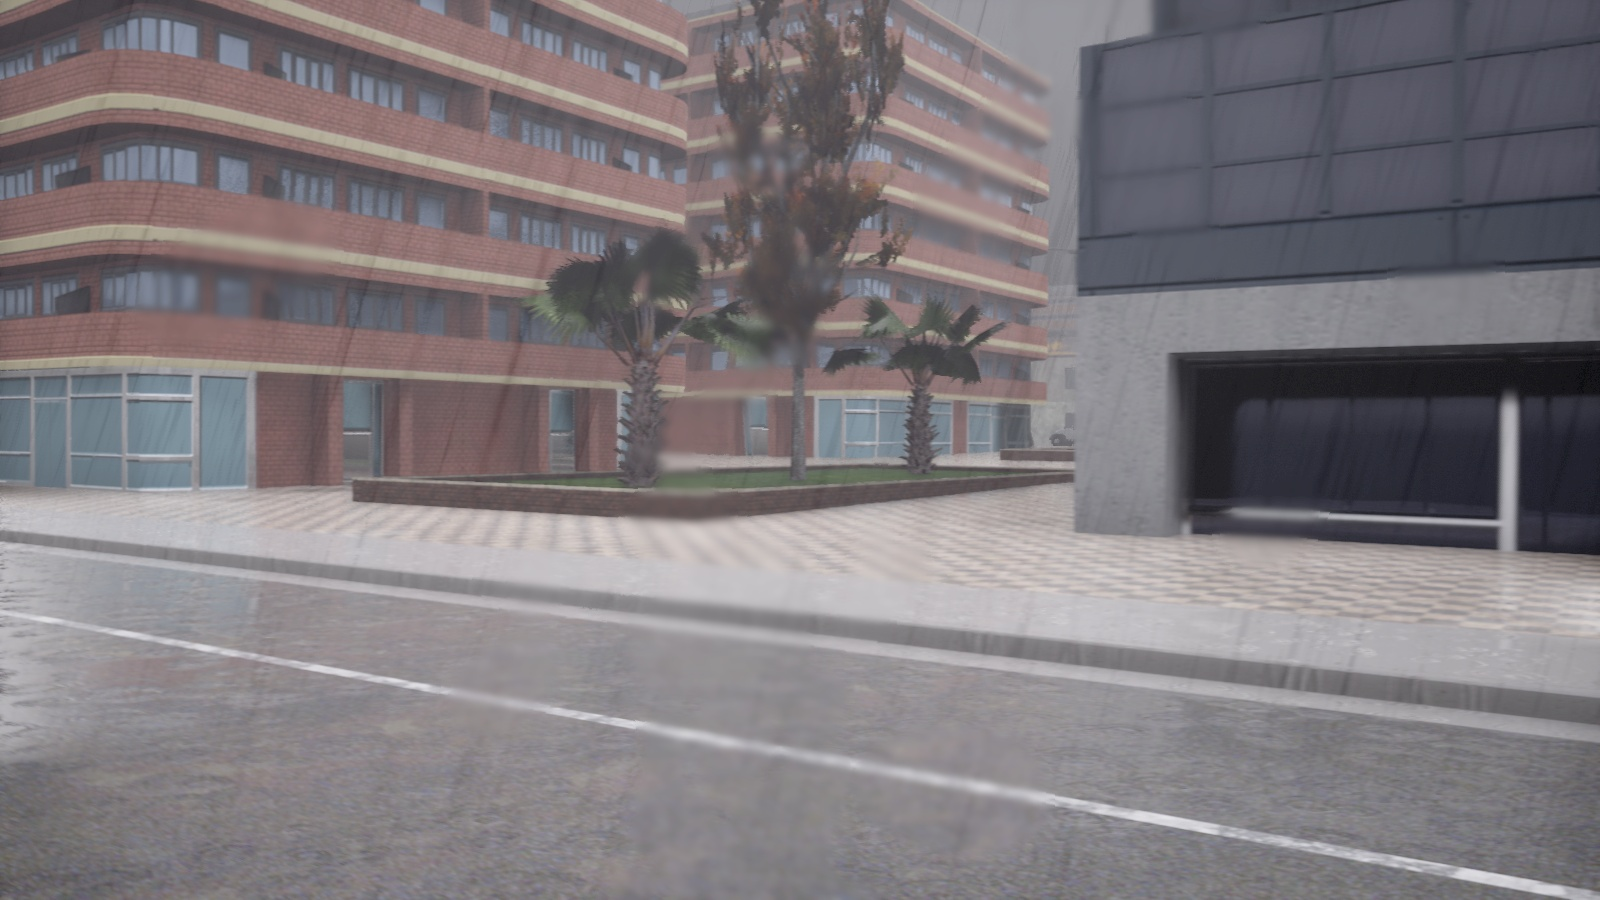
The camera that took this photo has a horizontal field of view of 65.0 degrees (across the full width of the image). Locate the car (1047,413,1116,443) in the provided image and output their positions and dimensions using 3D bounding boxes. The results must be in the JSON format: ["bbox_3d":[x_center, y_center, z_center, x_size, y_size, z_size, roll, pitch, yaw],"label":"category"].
[{"bbox_3d":[18.224,-1.413,81.323,3.866,1.878,1.905,-1,0,34],"label":"car"}]
